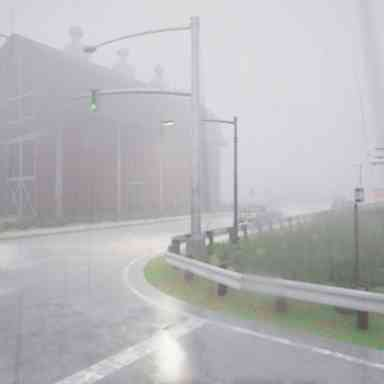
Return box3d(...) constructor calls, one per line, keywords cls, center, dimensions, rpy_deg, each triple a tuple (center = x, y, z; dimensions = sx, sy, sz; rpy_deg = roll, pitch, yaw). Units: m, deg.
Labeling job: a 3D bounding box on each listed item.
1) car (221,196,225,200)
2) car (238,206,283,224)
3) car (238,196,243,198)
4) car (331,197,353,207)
box3d(cls="car", center=(6.082, 1.739, 78.066), dimensions=(1.816, 1.474, 4.193), rpy_deg=(0, 0, 36))
box3d(cls="car", center=(5.044, 1.681, 24.619), dimensions=(1.895, 1.301, 4.718), rpy_deg=(0, 0, 36))
box3d(cls="car", center=(12.642, 1.760, 89.197), dimensions=(1.784, 1.438, 3.905), rpy_deg=(0, 0, 36))
box3d(cls="car", center=(20.823, 1.421, 46.043), dimensions=(2.097, 1.767, 4.553), rpy_deg=(-1, 0, 34))
